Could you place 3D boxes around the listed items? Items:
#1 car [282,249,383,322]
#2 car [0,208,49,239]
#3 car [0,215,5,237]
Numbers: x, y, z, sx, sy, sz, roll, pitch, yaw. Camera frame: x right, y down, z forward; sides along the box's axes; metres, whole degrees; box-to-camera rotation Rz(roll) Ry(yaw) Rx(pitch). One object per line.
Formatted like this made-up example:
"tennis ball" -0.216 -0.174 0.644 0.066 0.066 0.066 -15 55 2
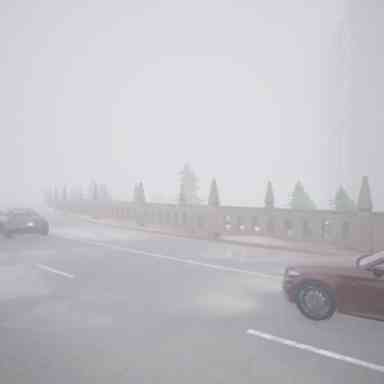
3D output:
"car" 3.917 1.551 5.616 4.674 1.442 1.812 0 0 36
"car" -9.056 1.504 17.317 1.994 1.385 4.181 0 0 -43
"car" -8.300 1.510 11.469 4.181 1.385 1.994 0 0 44
